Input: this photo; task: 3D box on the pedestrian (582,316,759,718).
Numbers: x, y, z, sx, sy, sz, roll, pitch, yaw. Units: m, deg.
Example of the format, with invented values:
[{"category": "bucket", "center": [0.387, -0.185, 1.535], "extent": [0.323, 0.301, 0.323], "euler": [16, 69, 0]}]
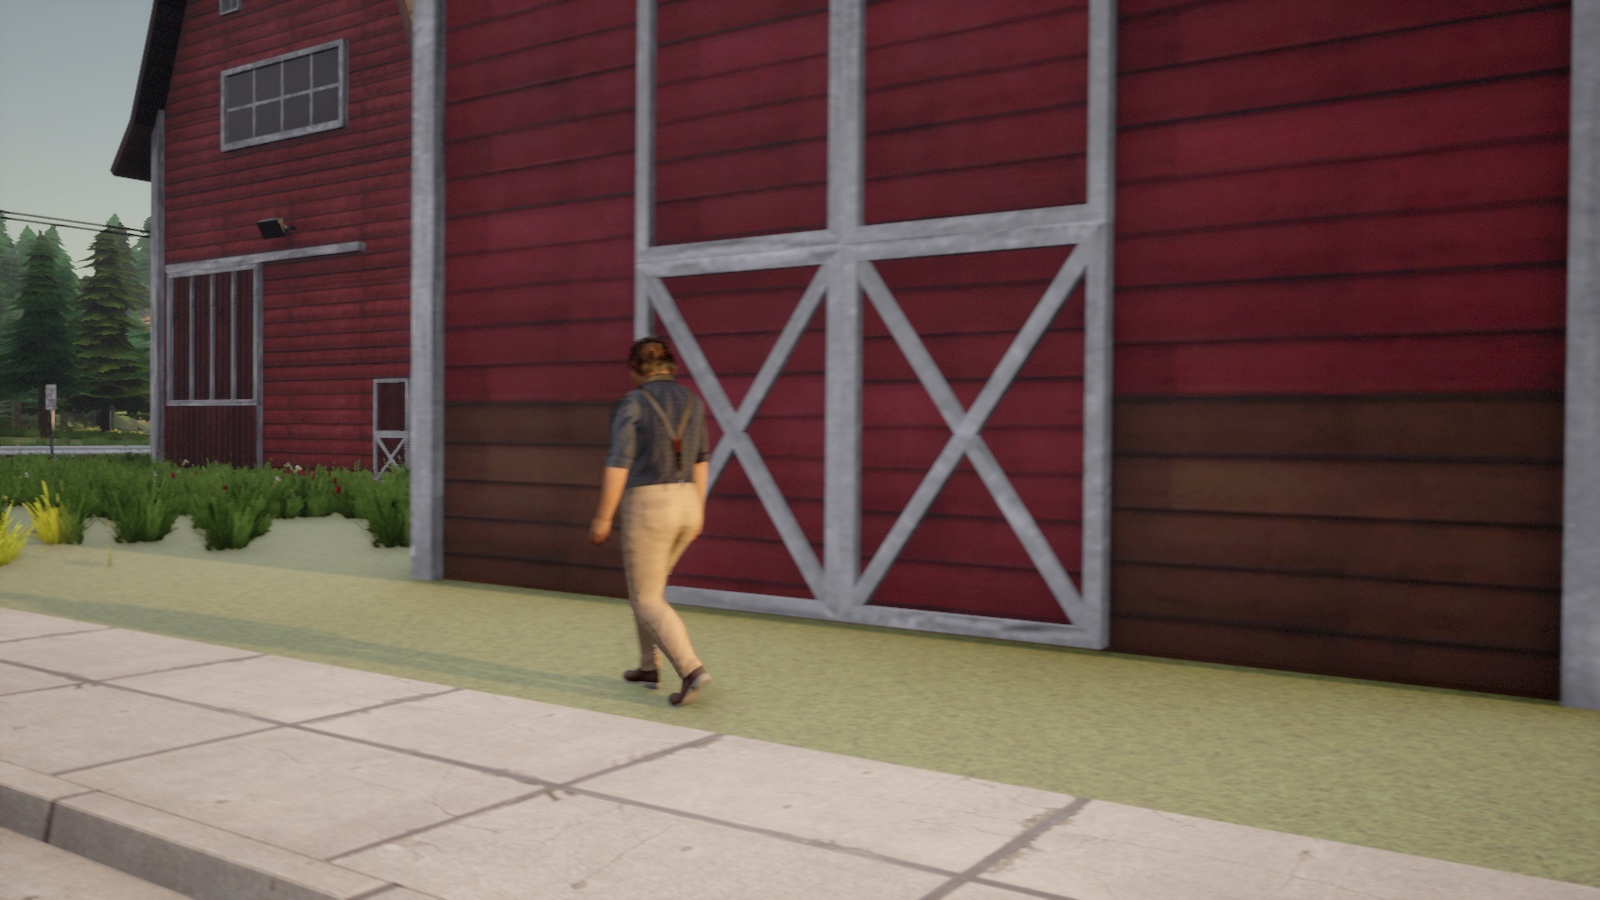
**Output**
[{"category": "pedestrian", "center": [-0.642, 0.305, 6.201], "extent": [0.540, 1.848, 0.694], "euler": [-1, 1, -44]}]
